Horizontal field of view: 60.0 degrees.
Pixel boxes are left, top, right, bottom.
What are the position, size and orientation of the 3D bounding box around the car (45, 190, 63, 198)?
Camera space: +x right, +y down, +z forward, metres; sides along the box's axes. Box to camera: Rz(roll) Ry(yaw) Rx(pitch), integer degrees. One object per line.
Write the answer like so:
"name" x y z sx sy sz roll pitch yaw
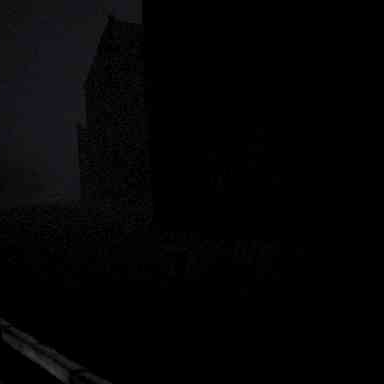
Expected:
"car" -27.827 0.342 66.994 1.837 1.490 4.892 -5 3 7
